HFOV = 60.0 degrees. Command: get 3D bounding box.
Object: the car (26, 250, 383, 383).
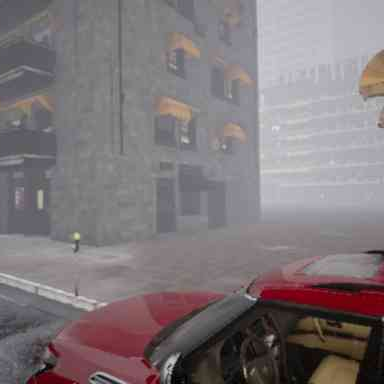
[{"bbox_3d":[1.099,1.315,1.958,5.009,1.841,2.192,0,-1,36],"label":"car"}]
